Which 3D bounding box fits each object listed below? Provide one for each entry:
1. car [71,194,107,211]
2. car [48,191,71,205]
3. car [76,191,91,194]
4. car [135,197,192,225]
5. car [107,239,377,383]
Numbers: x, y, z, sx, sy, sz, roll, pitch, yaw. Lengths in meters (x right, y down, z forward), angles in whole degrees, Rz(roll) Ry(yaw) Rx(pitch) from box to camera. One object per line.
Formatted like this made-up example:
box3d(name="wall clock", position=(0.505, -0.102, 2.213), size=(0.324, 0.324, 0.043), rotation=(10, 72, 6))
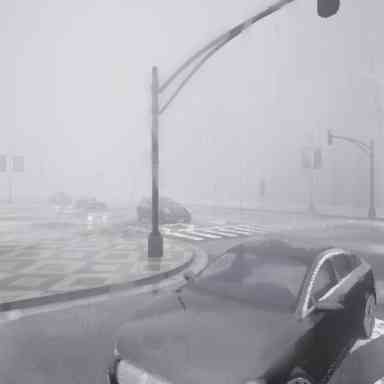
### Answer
box3d(name="car", position=(-10.134, 1.164, 33.164), size=(1.895, 1.301, 4.718), rotation=(0, 1, -36))
box3d(name="car", position=(-16.899, 0.745, 42.586), size=(2.097, 1.767, 4.553), rotation=(0, 1, -35))
box3d(name="car", position=(-21.671, 0.519, 66.194), size=(1.882, 1.535, 5.008), rotation=(0, 1, -36))
box3d(name="car", position=(-1.951, 1.113, 21.799), size=(2.097, 1.767, 4.553), rotation=(0, 1, -36))
box3d(name="car", position=(1.138, 1.490, 4.557), size=(2.128, 1.511, 4.902), rotation=(1, 1, 39))
